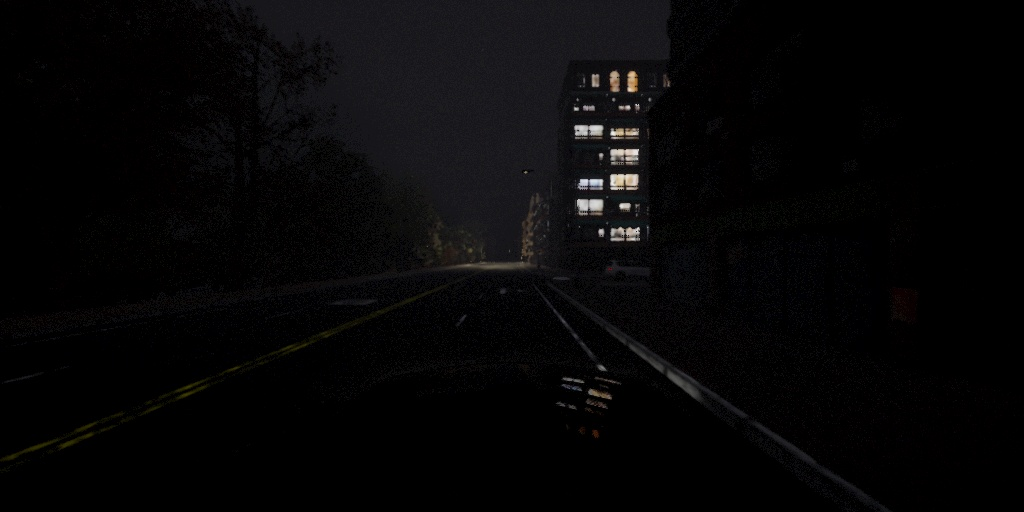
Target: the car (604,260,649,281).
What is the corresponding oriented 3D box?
[{"bbox_3d":[12.248,1.449,36.420,5.566,2.045,2.150,1,0,0],"label":"car"}]
